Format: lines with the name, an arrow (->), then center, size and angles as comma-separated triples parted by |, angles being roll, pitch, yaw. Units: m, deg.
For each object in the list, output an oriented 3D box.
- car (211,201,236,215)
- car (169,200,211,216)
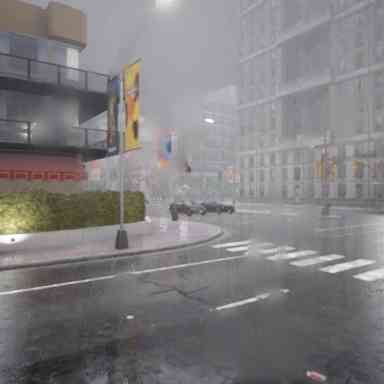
car -> 2.336, 1.582, 34.211 | 1.895, 1.301, 4.718 | 0, 0, -35
car -> -0.514, 1.510, 32.179 | 1.812, 1.442, 4.674 | 0, 0, -35
